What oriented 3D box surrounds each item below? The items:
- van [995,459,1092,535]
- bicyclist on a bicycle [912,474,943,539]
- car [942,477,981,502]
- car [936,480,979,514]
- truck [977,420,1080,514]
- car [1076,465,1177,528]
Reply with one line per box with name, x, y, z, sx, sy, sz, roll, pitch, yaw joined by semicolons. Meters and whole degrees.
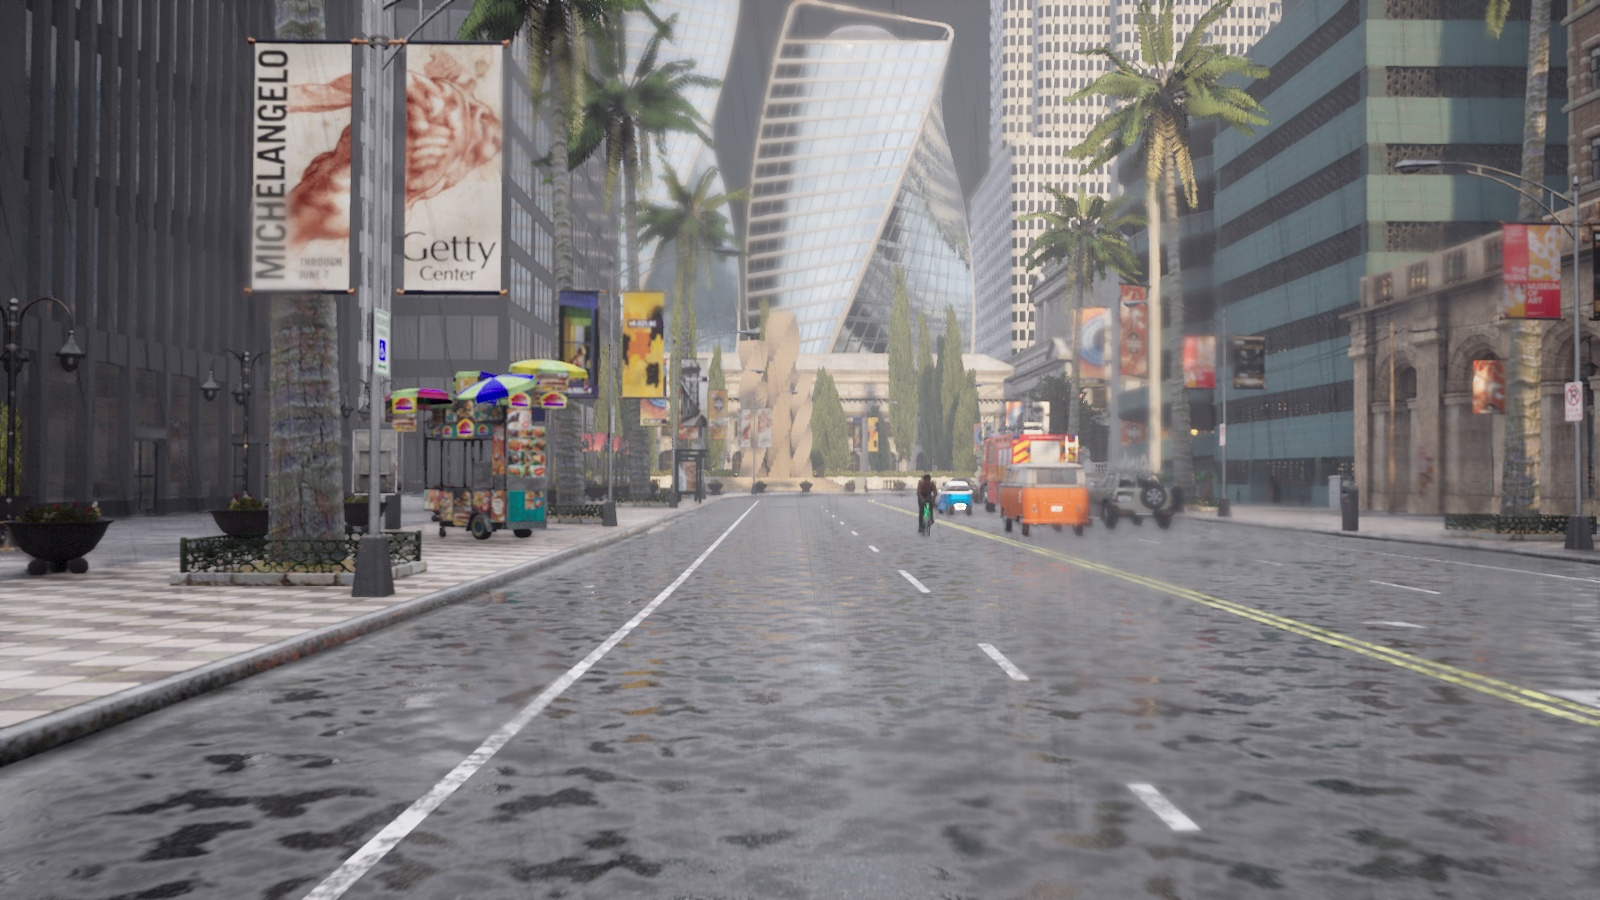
van;6.753;1.286;35.245;1.775;1.987;4.442;0;-1;-1
bicyclist on a bicycle;3.290;1.443;32.502;0.582;1.620;1.656;0;-1;-1
car;9.737;2.389;75.980;1.816;1.474;4.193;0;-1;0
car;6.525;1.948;52.326;1.481;1.376;2.207;0;-1;-1
truck;9.974;0.788;55.832;2.891;3.827;8.468;0;-1;-1
car;10.195;1.428;39.590;1.932;1.855;4.605;0;-1;-1
